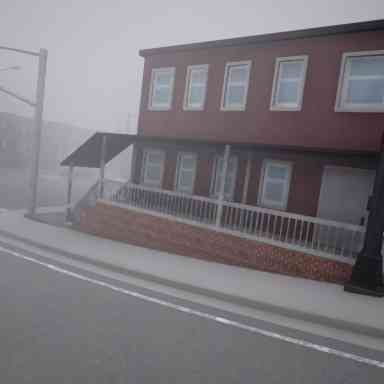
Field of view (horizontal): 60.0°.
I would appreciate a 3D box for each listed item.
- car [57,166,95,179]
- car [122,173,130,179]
[{"bbox_3d":[-14.384,-2.508,41.481,1.837,1.490,4.892,10,6,35],"label":"car"},{"bbox_3d":[-8.031,-2.459,50.250,2.033,1.411,5.357,10,6,36],"label":"car"}]
